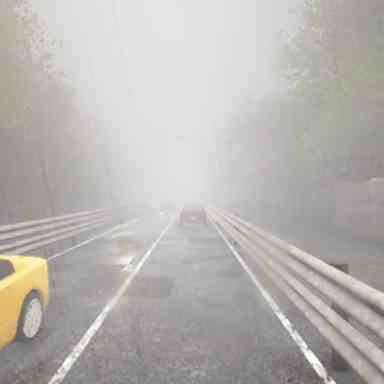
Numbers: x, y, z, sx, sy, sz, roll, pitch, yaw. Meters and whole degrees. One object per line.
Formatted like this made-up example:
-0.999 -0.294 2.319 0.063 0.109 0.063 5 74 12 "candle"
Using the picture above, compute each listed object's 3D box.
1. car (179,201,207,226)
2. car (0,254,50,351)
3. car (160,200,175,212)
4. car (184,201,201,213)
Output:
0.084 1.615 24.468 1.882 1.535 5.008 0 -1 0 "car"
-3.349 1.482 3.621 1.882 1.535 5.008 0 0 0 "car"
-3.325 1.974 46.622 1.837 1.490 4.892 0 -1 0 "car"
0.099 1.898 43.166 2.128 1.511 4.902 0 -1 0 "car"
